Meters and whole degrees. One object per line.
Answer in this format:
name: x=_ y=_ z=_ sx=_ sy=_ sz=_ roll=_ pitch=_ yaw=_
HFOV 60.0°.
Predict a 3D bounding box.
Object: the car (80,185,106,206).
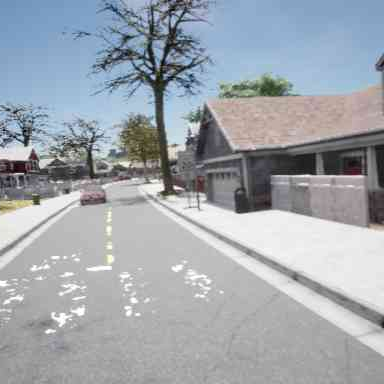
car: x=-8.152 y=0.196 z=27.579 sx=1.812 sy=1.442 sz=4.674 roll=-6 pitch=4 yaw=-12
